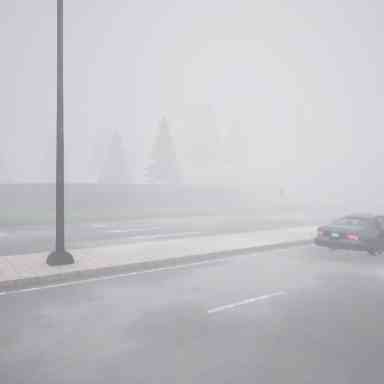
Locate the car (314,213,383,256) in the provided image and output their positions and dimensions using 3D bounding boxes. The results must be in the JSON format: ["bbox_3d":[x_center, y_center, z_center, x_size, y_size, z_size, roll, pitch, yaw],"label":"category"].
[{"bbox_3d":[7.033,1.548,13.061,5.357,1.411,2.033,0,0,-35],"label":"car"}]
